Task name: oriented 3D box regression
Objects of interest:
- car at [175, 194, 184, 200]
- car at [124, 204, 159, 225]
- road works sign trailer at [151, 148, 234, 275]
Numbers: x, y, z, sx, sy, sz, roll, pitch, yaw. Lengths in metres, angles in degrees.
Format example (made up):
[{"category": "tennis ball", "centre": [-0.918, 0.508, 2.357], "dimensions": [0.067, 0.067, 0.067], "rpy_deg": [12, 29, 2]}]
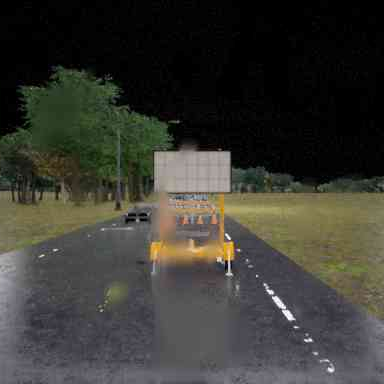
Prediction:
[{"category": "car", "centre": [-2.875, 1.121, 78.054], "dimensions": [1.994, 1.385, 4.181], "rpy_deg": [0, 1, 1]}, {"category": "car", "centre": [-3.537, 1.540, 23.818], "dimensions": [1.895, 1.301, 4.718], "rpy_deg": [0, 0, 0]}, {"category": "road works sign trailer", "centre": [0.010, 0.445, 10.314], "dimensions": [2.380, 3.560, 2.880], "rpy_deg": [0, 0, 0]}]
